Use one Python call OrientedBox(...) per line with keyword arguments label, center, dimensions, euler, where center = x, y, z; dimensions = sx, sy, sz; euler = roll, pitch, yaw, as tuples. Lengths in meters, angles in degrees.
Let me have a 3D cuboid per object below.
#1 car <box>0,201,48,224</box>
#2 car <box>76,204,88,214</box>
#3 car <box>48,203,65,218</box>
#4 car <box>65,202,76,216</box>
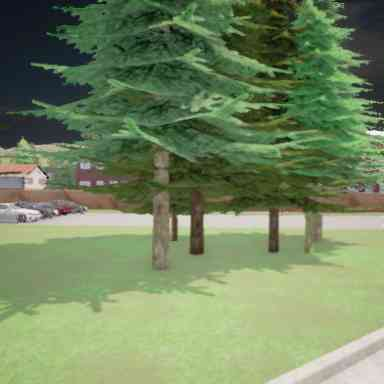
OrientedBox(label="car", center=(-13.688, 1.558, 24.800), dimensions=(4.674, 1.442, 1.812), euler=(0, 0, 3))
OrientedBox(label="car", center=(-13.582, 1.591, 35.311), dimensions=(4.902, 1.511, 2.128), euler=(0, 0, 3))
OrientedBox(label="car", center=(-13.913, 1.546, 28.319), dimensions=(4.902, 1.511, 2.128), euler=(0, 0, 3))
OrientedBox(label="car", center=(-14.003, 1.675, 31.830), dimensions=(4.718, 1.301, 1.895), euler=(0, 0, 3))
